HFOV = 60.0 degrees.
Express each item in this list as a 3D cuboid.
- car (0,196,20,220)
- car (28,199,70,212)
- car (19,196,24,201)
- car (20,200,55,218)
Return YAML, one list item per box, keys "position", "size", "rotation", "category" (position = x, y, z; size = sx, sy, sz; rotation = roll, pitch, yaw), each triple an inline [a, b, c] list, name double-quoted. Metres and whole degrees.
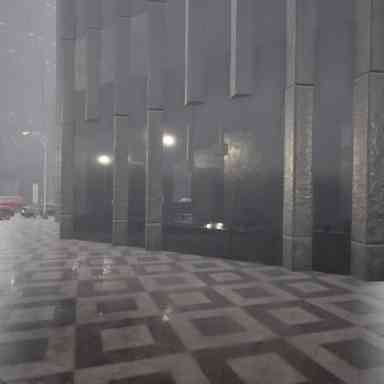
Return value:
- position: [-17.090, 1.463, 26.718]
  size: [2.192, 1.841, 5.009]
  rotation: [1, 0, 35]
  category: "car"
- position: [-17.488, 1.634, 40.865]
  size: [1.947, 1.339, 4.313]
  rotation: [1, 0, 35]
  category: "car"
- position: [-20.757, 1.353, 36.267]
  size: [2.192, 1.841, 5.009]
  rotation: [1, 0, 35]
  category: "car"
- position: [-13.821, 1.742, 31.317]
  size: [1.947, 1.339, 4.313]
  rotation: [1, 0, 35]
  category: "car"
